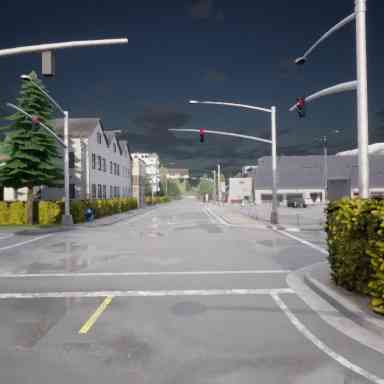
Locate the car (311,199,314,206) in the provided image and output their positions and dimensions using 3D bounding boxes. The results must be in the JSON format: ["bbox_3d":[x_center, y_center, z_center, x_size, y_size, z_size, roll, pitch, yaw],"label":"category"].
[{"bbox_3d":[19.059,1.573,56.231,1.970,1.475,3.806,-1,-1,0],"label":"car"}]

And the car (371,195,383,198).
[{"bbox_3d":[19.112,1.183,31.306,1.905,1.878,3.866,-1,-1,0],"label":"car"}]

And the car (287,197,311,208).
[{"bbox_3d":[15.416,1.629,49.172,2.007,1.523,4.514,-1,-1,0],"label":"car"}]

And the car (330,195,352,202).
[{"bbox_3d":[25.474,1.398,56.573,2.152,1.636,5.027,-1,-1,0],"label":"car"}]
